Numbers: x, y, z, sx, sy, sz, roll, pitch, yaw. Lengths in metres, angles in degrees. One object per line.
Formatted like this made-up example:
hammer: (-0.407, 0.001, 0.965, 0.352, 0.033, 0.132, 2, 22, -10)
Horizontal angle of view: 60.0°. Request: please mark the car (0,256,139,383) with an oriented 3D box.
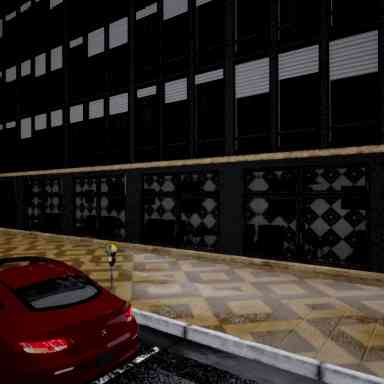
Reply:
car: (-2.578, 1.582, 4.665, 4.206, 1.307, 1.802, 0, 0, 35)
